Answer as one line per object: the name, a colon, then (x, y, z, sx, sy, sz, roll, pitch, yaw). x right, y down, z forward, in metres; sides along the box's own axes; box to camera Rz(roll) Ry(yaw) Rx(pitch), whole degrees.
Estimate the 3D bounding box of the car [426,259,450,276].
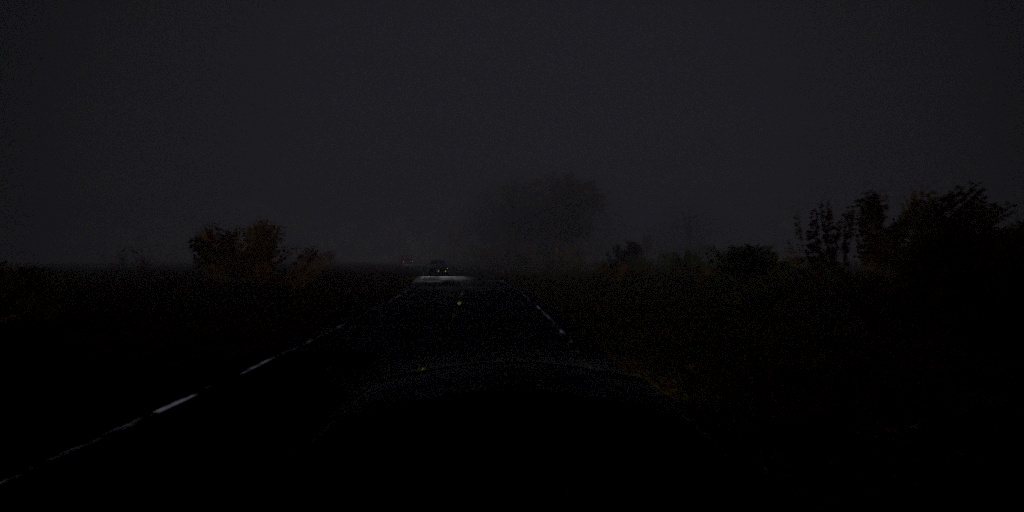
car: (-7.094, 1.075, 34.276, 1.837, 1.490, 4.892, 0, 0, -13)
